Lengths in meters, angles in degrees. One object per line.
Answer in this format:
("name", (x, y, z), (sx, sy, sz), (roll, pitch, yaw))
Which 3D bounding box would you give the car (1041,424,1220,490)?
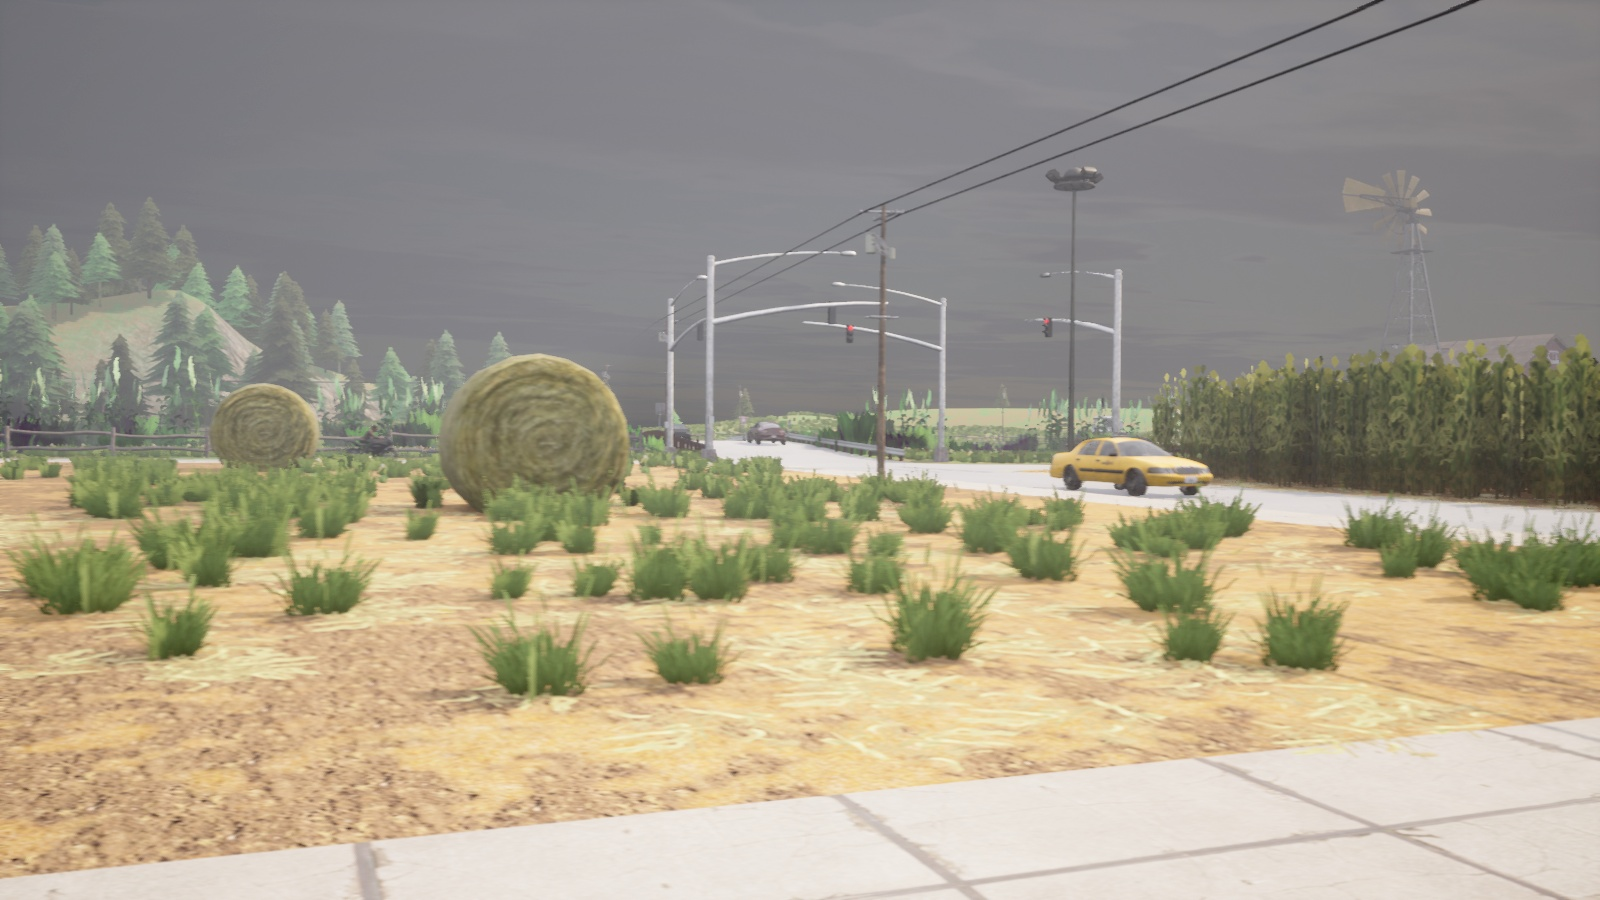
("car", (8.526, 0.134, 32.968), (1.801, 1.575, 5.366), (-1, 1, -20))

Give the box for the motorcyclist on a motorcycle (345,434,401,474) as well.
("motorcyclist on a motorcycle", (-16.959, 0.144, 49.886), (2.044, 1.523, 0.797), (-1, 1, -17))

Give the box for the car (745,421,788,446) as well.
("car", (-2.139, -1.052, 79.950), (1.812, 1.442, 4.674), (-1, 2, -13))

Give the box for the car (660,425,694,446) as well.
("car", (-9.646, -1.110, 98.173), (2.033, 1.411, 5.357), (-1, -1, -12))
